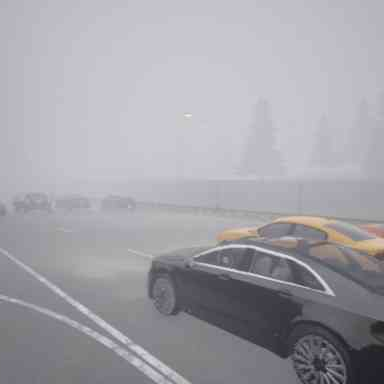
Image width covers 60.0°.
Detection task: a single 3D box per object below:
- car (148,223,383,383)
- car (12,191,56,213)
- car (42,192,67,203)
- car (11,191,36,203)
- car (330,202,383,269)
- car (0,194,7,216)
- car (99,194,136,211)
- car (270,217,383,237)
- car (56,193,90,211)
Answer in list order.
[{"bbox_3d":[1.154,1.430,5.197,2.128,1.511,4.902,0,1,-40],"label":"car"},{"bbox_3d":[-13.608,0.791,28.232,2.097,1.767,4.553,0,1,-40],"label":"car"},{"bbox_3d":[-18.799,0.735,45.305,1.895,1.301,4.718,0,1,-40],"label":"car"},{"bbox_3d":[-22.458,0.613,44.222,1.837,1.490,4.892,0,1,-40],"label":"car"},{"bbox_3d":[6.676,1.290,9.504,2.097,1.767,4.553,0,1,-40],"label":"car"},{"bbox_3d":[-15.111,1.039,24.577,1.994,1.385,4.181,0,1,-40],"label":"car"},{"bbox_3d":[-7.104,0.972,31.370,1.837,1.490,4.892,0,1,-40],"label":"car"},{"bbox_3d":[2.775,1.383,8.709,1.882,1.535,5.008,0,1,-40],"label":"car"},{"bbox_3d":[-11.054,0.925,30.632,2.128,1.511,4.902,0,1,-40],"label":"car"}]
